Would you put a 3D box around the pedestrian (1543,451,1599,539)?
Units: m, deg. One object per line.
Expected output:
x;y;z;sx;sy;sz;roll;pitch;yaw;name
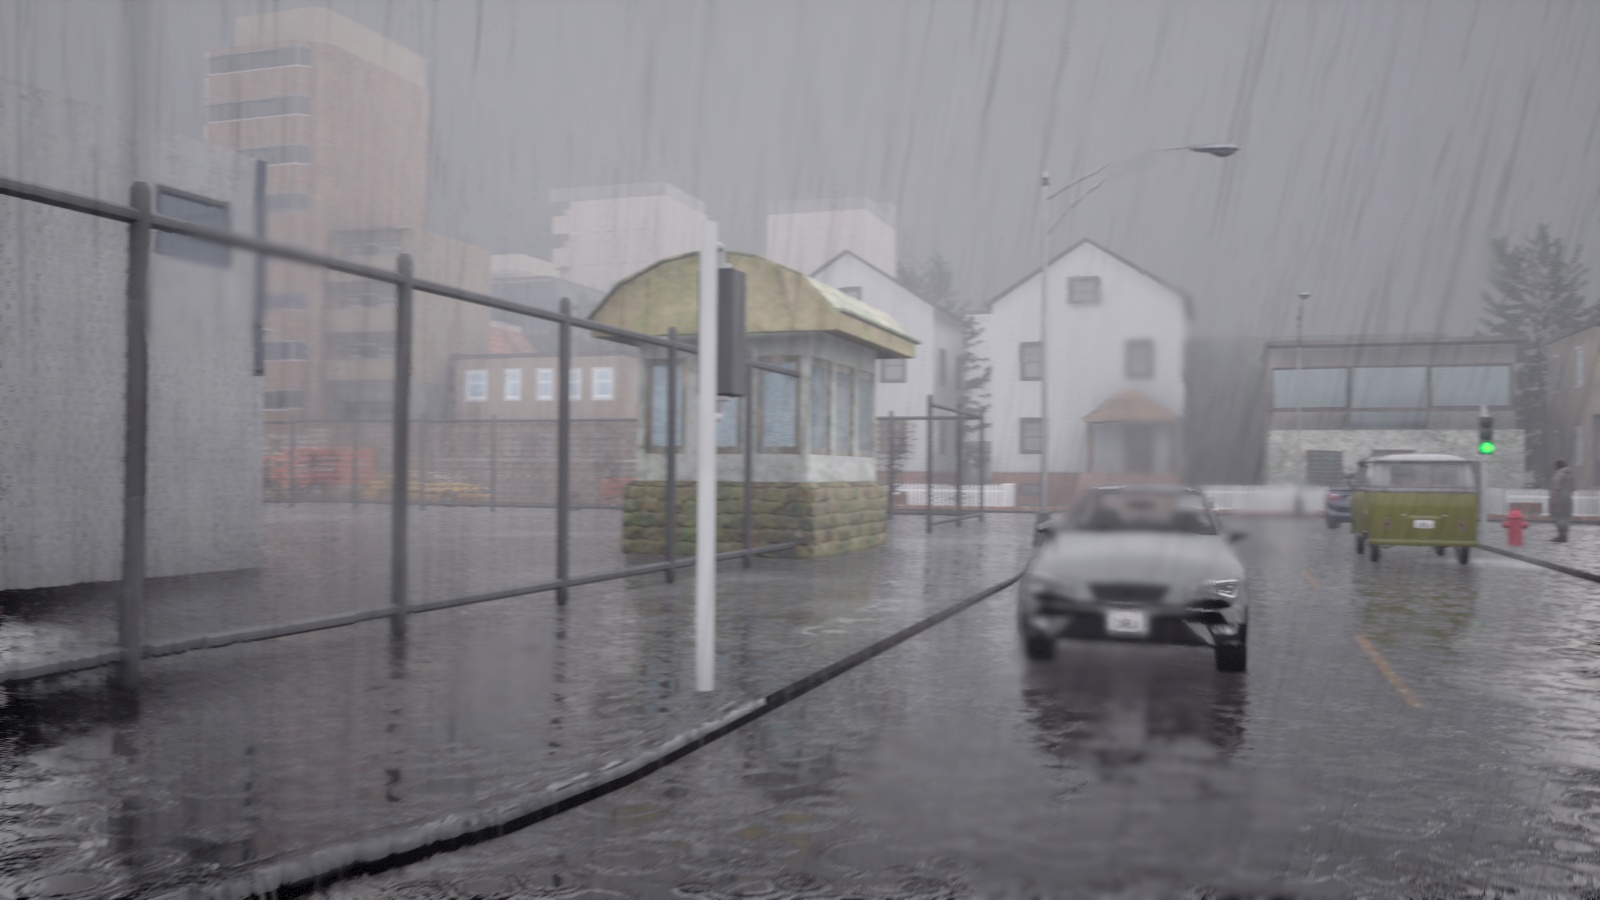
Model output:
17.393;1.000;28.288;0.659;1.952;0.873;0;-1;-22;pedestrian

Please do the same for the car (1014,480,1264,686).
3.204;1.022;11.434;1.816;1.474;4.193;0;-1;19;car

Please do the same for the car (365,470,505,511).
-14.665;1.607;50.459;5.366;1.575;1.801;0;-1;20;car

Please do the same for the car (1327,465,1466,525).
17.709;1.289;37.194;4.611;1.667;2.242;1;-2;-44;car

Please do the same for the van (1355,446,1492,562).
11.758;0.974;23.948;1.775;1.987;4.442;0;-1;19;van

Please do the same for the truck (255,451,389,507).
-21.718;1.294;57.114;5.204;2.467;2.627;0;-1;19;truck

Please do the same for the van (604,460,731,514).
-4.970;1.366;47.149;4.442;1.987;1.775;0;-1;21;van
